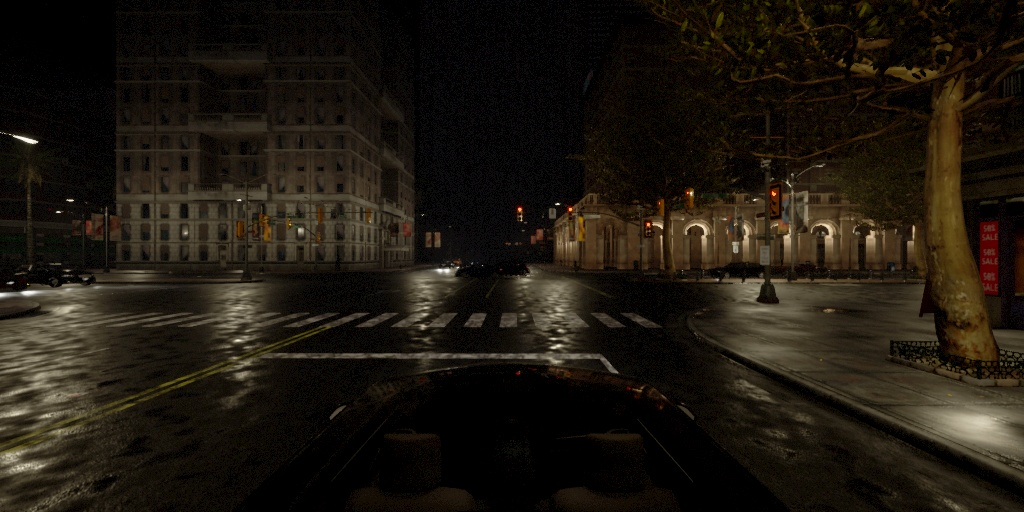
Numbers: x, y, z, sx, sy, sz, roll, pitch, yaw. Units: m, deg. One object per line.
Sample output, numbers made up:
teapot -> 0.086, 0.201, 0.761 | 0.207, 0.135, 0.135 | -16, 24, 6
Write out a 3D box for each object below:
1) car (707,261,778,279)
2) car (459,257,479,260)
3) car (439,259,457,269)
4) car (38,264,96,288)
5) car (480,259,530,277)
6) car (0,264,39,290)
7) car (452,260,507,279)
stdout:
car -> 19.706, 1.228, 31.183 | 5.008, 1.535, 1.882 | 0, 0, 0
car -> -6.916, 1.102, 56.804 | 2.097, 1.767, 4.553 | 0, 0, 1
car -> -10.412, 1.242, 57.249 | 2.128, 1.511, 4.902 | 0, 0, 1
car -> -30.233, 1.242, 23.421 | 4.902, 1.511, 2.128 | 0, 0, 1
car -> -0.581, 1.102, 34.854 | 4.553, 1.767, 2.097 | 0, 0, 0
car -> -29.793, 1.314, 19.910 | 4.181, 1.385, 1.994 | 0, 0, 1
car -> -2.783, 1.314, 31.373 | 4.181, 1.385, 1.994 | 0, 0, 0
